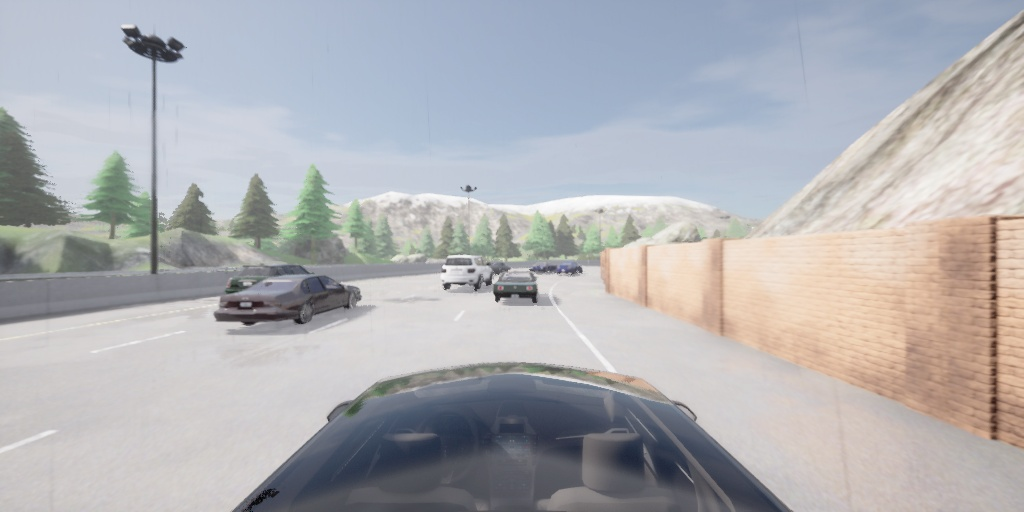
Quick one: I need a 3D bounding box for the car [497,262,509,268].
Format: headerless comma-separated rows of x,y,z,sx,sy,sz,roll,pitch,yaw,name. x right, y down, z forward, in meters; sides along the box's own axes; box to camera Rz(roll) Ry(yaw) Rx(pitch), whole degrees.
-1.618,1.311,38.176,1.812,1.442,4.674,-1,0,23,car

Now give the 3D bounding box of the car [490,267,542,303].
0.324,1.365,16.982,1.895,1.301,4.718,0,0,5,car

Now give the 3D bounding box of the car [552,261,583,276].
6.284,1.308,38.762,1.812,1.442,4.674,-1,0,26,car

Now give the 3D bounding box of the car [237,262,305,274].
-10.252,1.121,16.129,2.097,1.767,4.553,0,0,2,car

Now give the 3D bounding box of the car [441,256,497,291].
-2.675,0.993,22.471,2.150,2.045,5.566,0,0,8,car

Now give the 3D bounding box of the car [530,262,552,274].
3.888,1.388,42.472,1.895,1.301,4.718,0,0,28,car

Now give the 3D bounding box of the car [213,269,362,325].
-6.896,1.311,11.821,2.033,1.411,5.357,0,0,0,car
